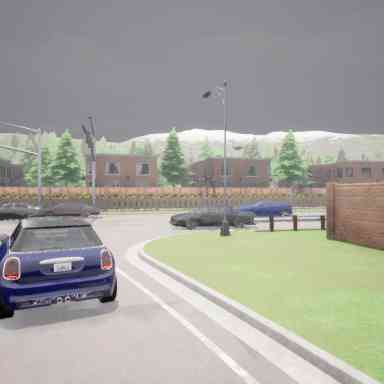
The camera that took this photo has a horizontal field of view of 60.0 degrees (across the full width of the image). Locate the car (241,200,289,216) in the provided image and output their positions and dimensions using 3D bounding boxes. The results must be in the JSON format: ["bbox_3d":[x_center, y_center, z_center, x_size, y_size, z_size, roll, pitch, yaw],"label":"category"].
[{"bbox_3d":[7.170,1.564,32.922,4.181,1.385,1.994,0,0,-14],"label":"car"}]

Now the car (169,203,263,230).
[{"bbox_3d":[1.334,1.548,20.679,5.357,1.411,2.033,0,0,-14],"label":"car"}]

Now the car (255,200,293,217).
[{"bbox_3d":[6.309,1.478,29.108,5.008,1.535,1.882,0,0,-14],"label":"car"}]

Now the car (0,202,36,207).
[{"bbox_3d":[-13.168,1.491,24.328,4.902,1.511,2.128,0,0,-14],"label":"car"}]

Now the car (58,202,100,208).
[{"bbox_3d":[-10.550,1.547,28.573,5.357,1.411,2.033,0,0,-14],"label":"car"}]

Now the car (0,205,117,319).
[{"bbox_3d":[-3.306,1.352,7.765,2.097,1.767,4.553,0,0,-29],"label":"car"}]
